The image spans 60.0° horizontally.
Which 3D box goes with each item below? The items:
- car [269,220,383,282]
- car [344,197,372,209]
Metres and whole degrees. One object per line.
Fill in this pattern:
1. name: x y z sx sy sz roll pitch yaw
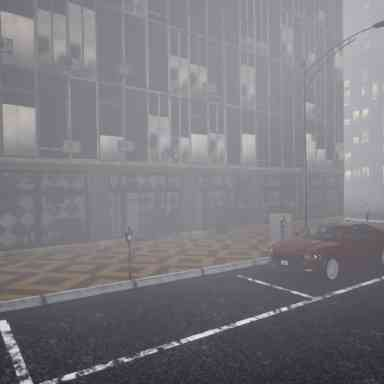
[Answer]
1. car: 4.164 1.542 9.725 4.507 1.381 1.887 0 -1 -36
2. car: 18.697 1.275 39.608 1.752 1.417 4.829 -1 1 -35
